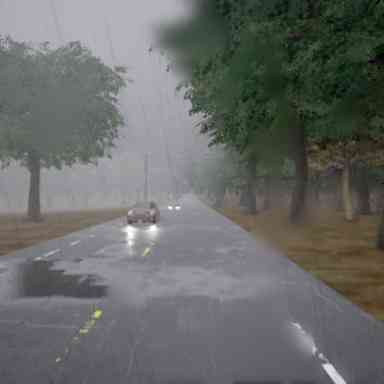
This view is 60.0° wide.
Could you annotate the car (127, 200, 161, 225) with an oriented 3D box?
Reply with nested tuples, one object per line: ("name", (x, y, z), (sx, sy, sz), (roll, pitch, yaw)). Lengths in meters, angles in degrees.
("car", (-3.598, 1.480, 25.473), (2.097, 1.767, 4.553), (0, -1, 0))

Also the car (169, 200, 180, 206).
("car", (-3.506, 2.219, 66.904), (1.895, 1.301, 4.718), (0, -1, 0))
